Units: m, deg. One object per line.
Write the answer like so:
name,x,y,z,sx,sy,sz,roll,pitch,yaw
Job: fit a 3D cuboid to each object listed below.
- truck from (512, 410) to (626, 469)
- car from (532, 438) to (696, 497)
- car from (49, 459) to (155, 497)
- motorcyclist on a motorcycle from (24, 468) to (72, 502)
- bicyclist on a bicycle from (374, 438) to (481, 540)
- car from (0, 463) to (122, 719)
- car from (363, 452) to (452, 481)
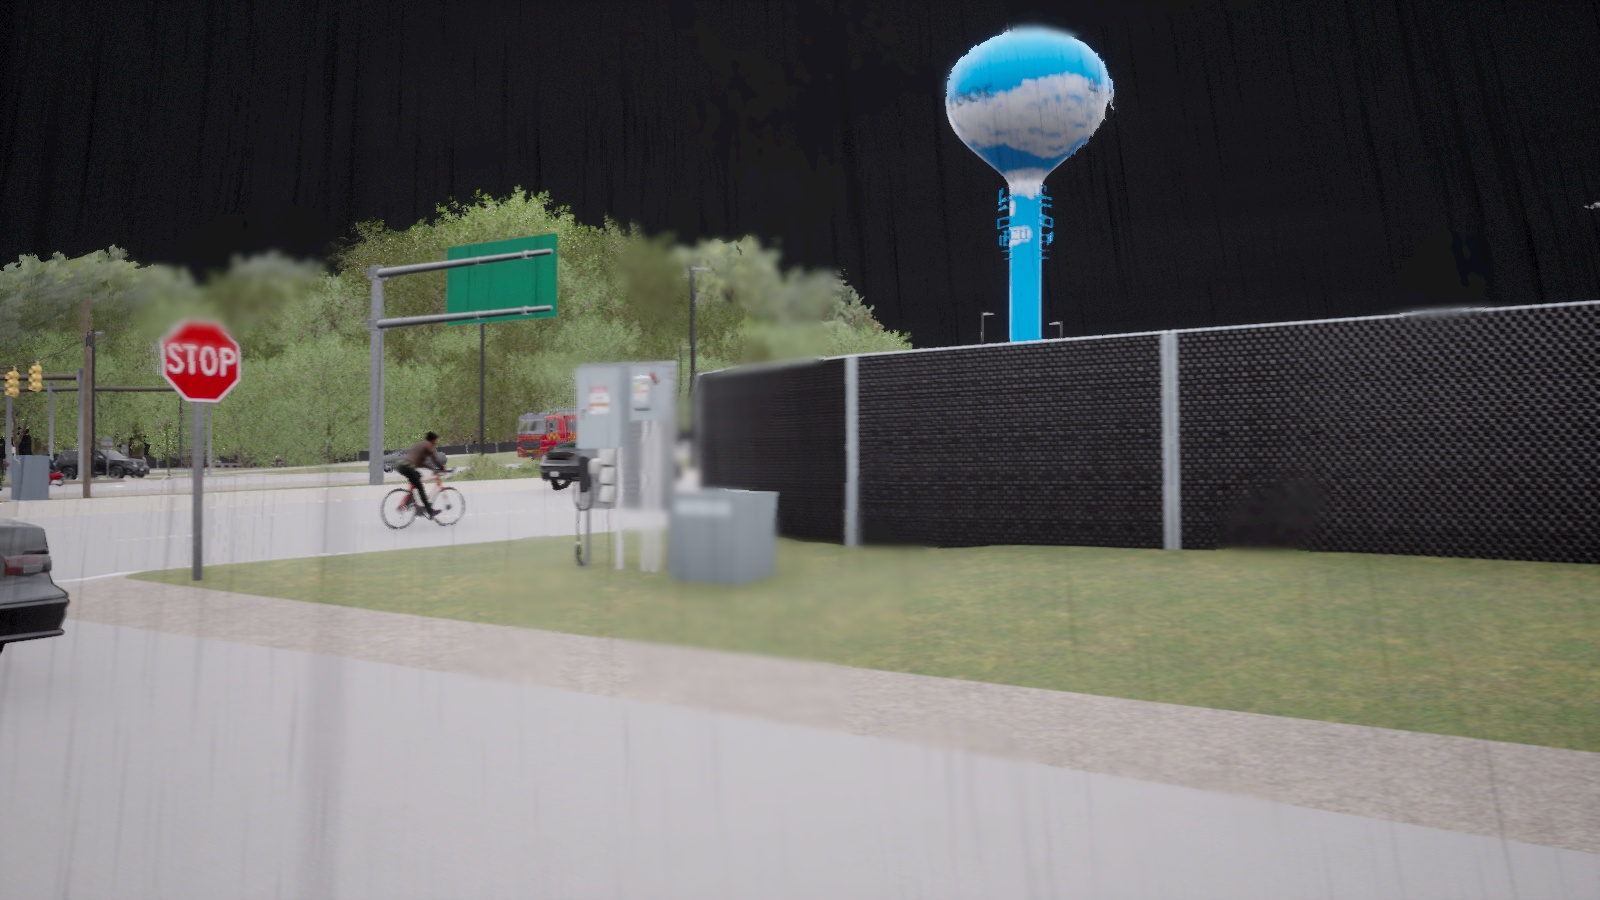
truck,-16.748,-0.831,91.736,2.891,3.827,8.468,-1,3,34
car,-5.305,0.470,36.457,1.837,1.490,4.892,-1,1,34
car,-43.494,1.730,78.306,5.566,2.045,2.150,-3,-1,9
motorcyclist on a motorcycle,-37.788,1.749,63.106,0.866,1.590,1.817,-1,1,33
bicyclist on a bicycle,-6.236,0.630,21.091,0.582,1.620,1.656,-1,1,38
car,-6.887,0.851,8.194,5.357,1.411,2.033,-1,0,34
car,-24.855,1.024,79.627,4.902,1.511,2.128,-3,2,-34
